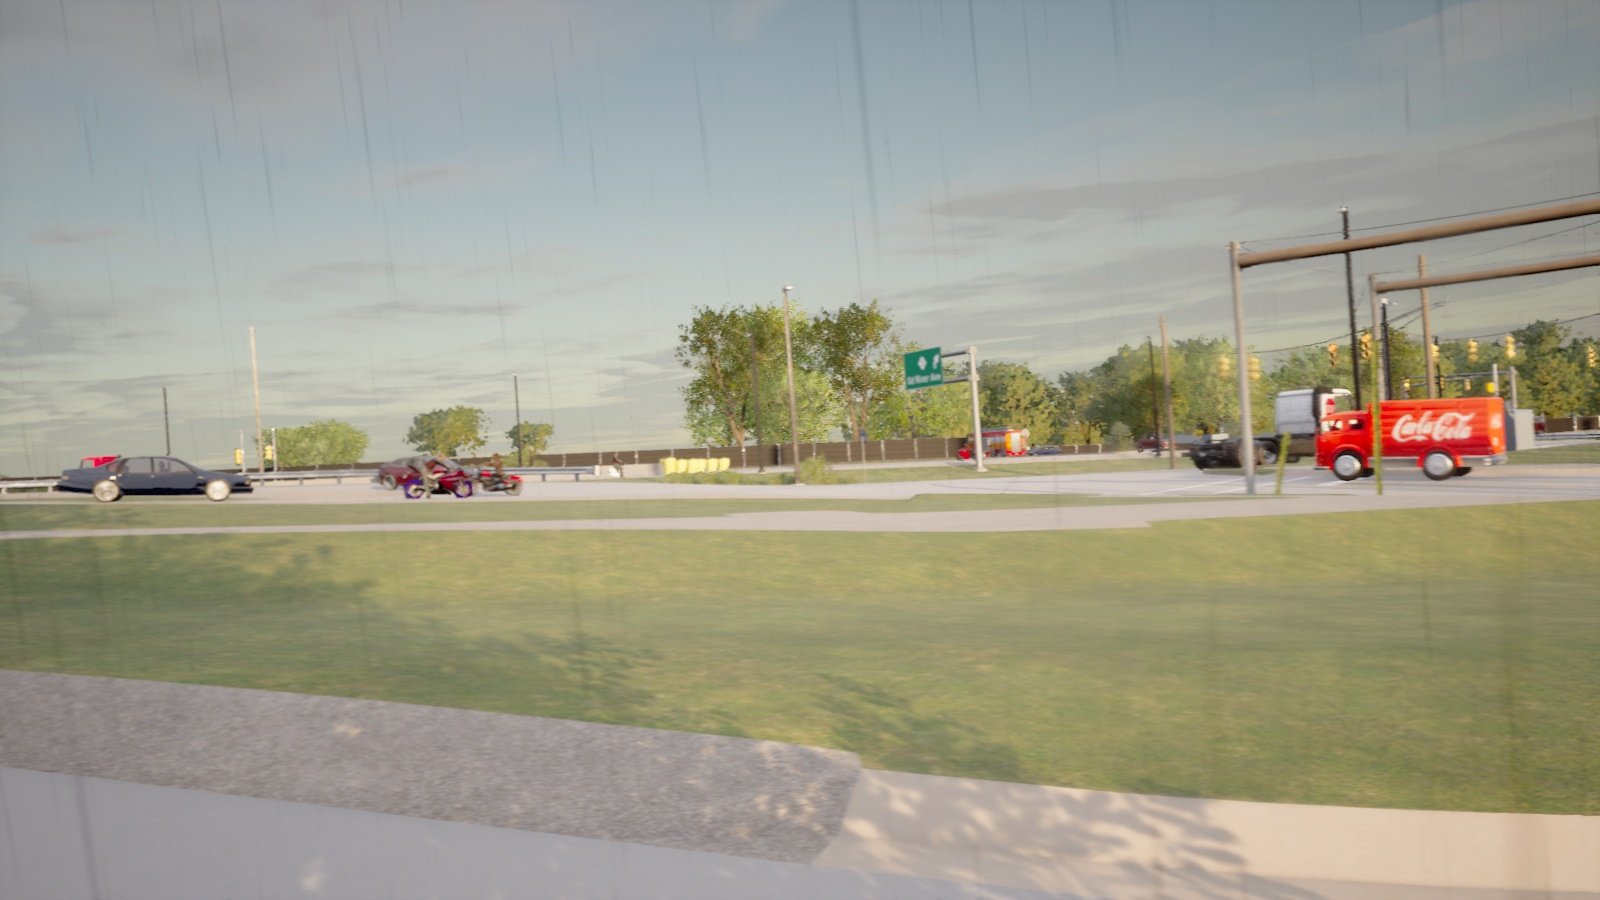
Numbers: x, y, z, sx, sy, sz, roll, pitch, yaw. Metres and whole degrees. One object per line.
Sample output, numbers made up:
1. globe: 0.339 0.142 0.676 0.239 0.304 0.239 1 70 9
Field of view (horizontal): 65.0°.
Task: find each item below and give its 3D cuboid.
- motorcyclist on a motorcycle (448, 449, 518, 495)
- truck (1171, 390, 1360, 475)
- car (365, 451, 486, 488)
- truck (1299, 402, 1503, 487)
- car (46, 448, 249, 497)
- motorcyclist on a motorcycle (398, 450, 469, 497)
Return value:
1. motorcyclist on a motorcycle: -11.539 0.806 45.765 2.350 1.649 0.766 0 -2 -26
2. truck: 20.386 -0.794 54.930 7.936 3.462 2.891 -1 -1 -25
3. car: -16.261 0.829 54.536 4.792 1.488 2.163 0 1 25
4. truck: 18.725 -0.168 39.253 5.204 2.467 2.627 -1 1 40
5. car: -19.712 0.715 38.251 5.357 1.411 2.033 1 -2 -24
6. motorcyclist on a motorcycle: -12.142 0.787 41.606 2.191 1.530 0.866 0 -2 -24
